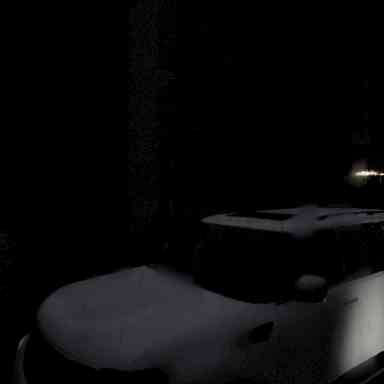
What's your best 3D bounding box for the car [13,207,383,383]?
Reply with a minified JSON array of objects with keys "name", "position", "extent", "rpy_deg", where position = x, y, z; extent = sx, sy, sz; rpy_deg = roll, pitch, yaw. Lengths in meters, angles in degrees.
[{"name":"car","position":[0.989,1.247,4.075],"extent":[5.566,2.045,2.150],"rpy_deg":[1,0,-35]}]
